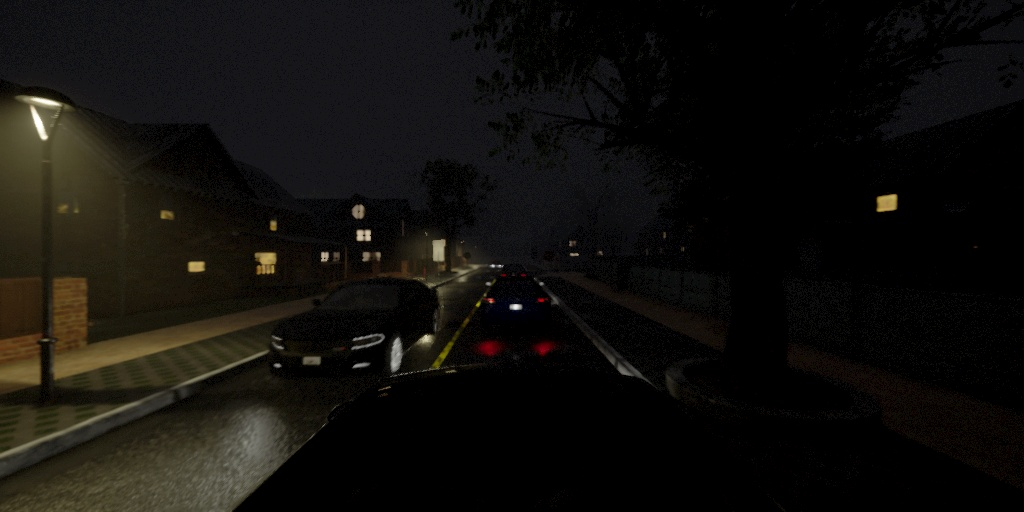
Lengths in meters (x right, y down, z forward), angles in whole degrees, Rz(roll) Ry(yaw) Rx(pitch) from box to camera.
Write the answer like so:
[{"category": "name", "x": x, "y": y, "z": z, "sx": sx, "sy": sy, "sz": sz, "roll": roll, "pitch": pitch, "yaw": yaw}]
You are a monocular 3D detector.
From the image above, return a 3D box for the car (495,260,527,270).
[{"category": "car", "x": 0.095, "y": 1.233, "z": 24.680, "sx": 2.033, "sy": 1.411, "sz": 5.357, "roll": 0, "pitch": 0, "yaw": 0}]

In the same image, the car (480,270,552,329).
[{"category": "car", "x": 0.099, "y": 1.287, "z": 11.232, "sx": 1.994, "sy": 1.385, "sz": 4.181, "roll": 0, "pitch": 0, "yaw": 0}]

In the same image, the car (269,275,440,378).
[{"category": "car", "x": -2.850, "y": 1.212, "z": 7.600, "sx": 1.882, "sy": 1.535, "sz": 5.008, "roll": 0, "pitch": 0, "yaw": 0}]
